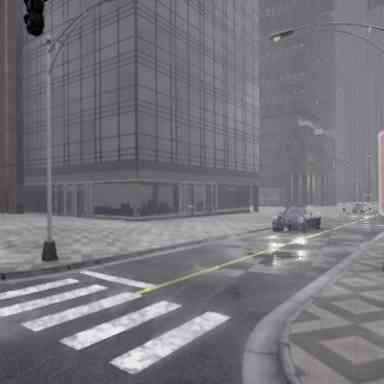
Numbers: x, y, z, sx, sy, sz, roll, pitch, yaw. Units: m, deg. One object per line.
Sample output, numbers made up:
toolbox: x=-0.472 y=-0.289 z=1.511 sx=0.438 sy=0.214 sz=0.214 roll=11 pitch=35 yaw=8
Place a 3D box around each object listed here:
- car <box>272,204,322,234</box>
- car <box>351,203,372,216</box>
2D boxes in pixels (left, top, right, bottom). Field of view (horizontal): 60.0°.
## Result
car: x=6.914 y=1.673 z=21.715 sx=2.097 sy=1.767 sz=4.553 roll=-1 pitch=-1 yaw=36
car: x=21.447 y=2.129 z=41.966 sx=1.837 sy=1.490 sz=4.892 roll=-1 pitch=-1 yaw=36
